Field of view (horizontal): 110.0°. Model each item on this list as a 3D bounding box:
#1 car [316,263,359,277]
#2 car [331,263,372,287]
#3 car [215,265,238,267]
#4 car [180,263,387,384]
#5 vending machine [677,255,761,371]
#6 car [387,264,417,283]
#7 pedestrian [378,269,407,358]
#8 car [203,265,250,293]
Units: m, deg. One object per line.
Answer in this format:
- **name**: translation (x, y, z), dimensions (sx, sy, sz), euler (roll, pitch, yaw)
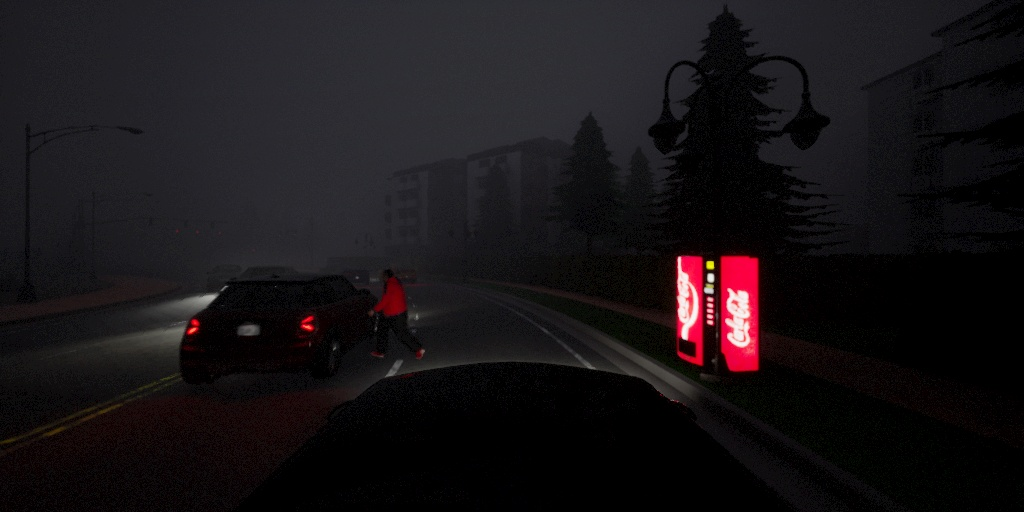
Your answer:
- **car**: translation (-19.004, 1.477, 39.015), dimensions (5.357, 1.411, 2.033), euler (0, 0, 38)
- **car**: translation (-12.003, 1.346, 26.597), dimensions (1.882, 1.535, 5.008), euler (0, 0, -34)
- **car**: translation (-9.733, 1.164, 14.286), dimensions (2.097, 1.767, 4.553), euler (0, 0, -21)
- **car**: translation (-4.199, 1.130, 7.417), dimensions (2.097, 1.767, 4.553), euler (0, 0, -8)
- **vending machine**: translation (3.596, 0.963, 6.332), dimensions (1.100, 2.100, 0.880), euler (0, 0, -7)
- **car**: translation (-9.206, 1.354, 28.648), dimensions (1.882, 1.535, 5.008), euler (0, 0, -35)
- **pedestrian**: translation (-2.305, 1.069, 6.928), dimensions (0.375, 1.860, 0.375), euler (0, 0, -8)
- **car**: translation (-18.242, 1.349, 23.033), dimensions (2.128, 1.511, 4.902), euler (0, 0, -37)
